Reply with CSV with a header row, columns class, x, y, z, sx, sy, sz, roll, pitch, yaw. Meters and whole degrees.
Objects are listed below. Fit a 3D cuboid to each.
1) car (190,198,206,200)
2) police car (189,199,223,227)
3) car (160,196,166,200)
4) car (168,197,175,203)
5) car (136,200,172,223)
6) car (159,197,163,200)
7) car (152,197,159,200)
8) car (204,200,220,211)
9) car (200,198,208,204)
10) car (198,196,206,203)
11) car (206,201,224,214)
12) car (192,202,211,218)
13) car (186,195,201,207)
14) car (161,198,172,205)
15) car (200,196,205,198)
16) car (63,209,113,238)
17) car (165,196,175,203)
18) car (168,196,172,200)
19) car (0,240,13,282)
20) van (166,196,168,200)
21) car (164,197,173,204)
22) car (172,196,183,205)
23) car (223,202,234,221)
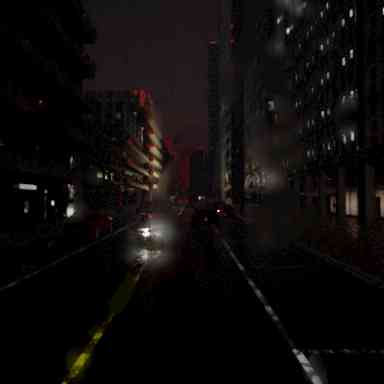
class,x,y,z,sx,sy,sz,roll,pitch,yaw
car,0.893,1.801,40.172,1.812,1.442,4.674,0,0,0
police car,0.926,1.593,24.283,1.930,1.638,5.238,0,0,0
car,-5.617,1.792,51.819,1.967,1.590,4.097,1,0,0
car,-5.587,2.129,90.473,1.752,1.417,4.829,1,0,0
car,-3.068,1.682,27.626,2.128,1.511,4.902,0,0,0
car,-5.625,1.860,46.271,1.887,1.381,4.507,1,0,0
car,-5.629,1.719,40.724,1.967,1.590,4.097,1,0,0
car,2.755,1.860,46.338,1.887,1.381,4.507,1,0,0
car,2.791,2.115,79.625,1.802,1.307,4.206,1,0,0
car,2.805,2.045,90.721,1.967,1.590,4.097,1,0,0
car,2.749,1.823,40.790,1.887,1.381,4.507,1,0,0
car,0.917,1.760,34.174,1.812,1.442,4.674,0,0,0
car,0.065,1.625,59.812,2.150,2.045,5.566,0,0,0
car,-5.595,2.048,74.004,2.008,1.369,4.403,1,0,0
car,2.767,1.938,57.433,2.008,1.369,4.403,1,0,0
car,-5.655,1.674,18.537,1.887,1.381,4.507,1,0,0
car,-5.581,1.884,85.099,2.192,1.841,5.009,1,0,0
car,-5.602,1.739,62.912,2.192,1.841,5.009,1,0,0
car,-5.668,1.635,7.443,1.802,1.307,4.206,1,0,0
van,-5.609,1.729,57.366,1.690,1.788,3.998,1,0,0
car,-5.587,1.973,79.552,1.967,1.590,4.097,1,0,0
car,-2.927,1.839,68.438,2.097,1.767,4.553,0,0,0
car,2.737,1.749,29.694,1.887,1.381,4.507,1,0,0
